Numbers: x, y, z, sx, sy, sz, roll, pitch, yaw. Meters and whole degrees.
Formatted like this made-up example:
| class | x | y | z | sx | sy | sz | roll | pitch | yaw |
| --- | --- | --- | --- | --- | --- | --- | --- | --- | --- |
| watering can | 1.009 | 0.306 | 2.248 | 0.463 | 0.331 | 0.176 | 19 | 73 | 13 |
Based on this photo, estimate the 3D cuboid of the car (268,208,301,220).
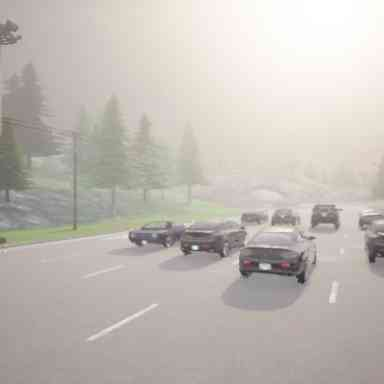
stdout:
| class | x | y | z | sx | sy | sz | roll | pitch | yaw |
| --- | --- | --- | --- | --- | --- | --- | --- | --- | --- |
| car | 8.920 | 2.255 | 31.258 | 2.097 | 1.767 | 4.553 | -1 | -2 | 26 |

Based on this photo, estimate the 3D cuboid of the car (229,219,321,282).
| class | x | y | z | sx | sy | sz | roll | pitch | yaw |
| --- | --- | --- | --- | --- | --- | --- | --- | --- | --- |
| car | 2.922 | 1.846 | 10.830 | 1.812 | 1.442 | 4.674 | -1 | -2 | 26 |

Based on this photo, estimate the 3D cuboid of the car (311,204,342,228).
| class | x | y | z | sx | sy | sz | roll | pitch | yaw |
| --- | --- | --- | --- | --- | --- | --- | --- | --- | --- |
| car | 11.790 | 2.032 | 29.160 | 2.150 | 2.045 | 5.566 | -1 | -2 | 26 |

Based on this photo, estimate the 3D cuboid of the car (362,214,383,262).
| class | x | y | z | sx | sy | sz | roll | pitch | yaw |
| --- | --- | --- | --- | --- | --- | --- | --- | --- | --- |
| car | 7.987 | 1.854 | 13.241 | 1.837 | 1.490 | 4.892 | -1 | -2 | 26 |

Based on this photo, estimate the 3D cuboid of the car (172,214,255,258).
| class | x | y | z | sx | sy | sz | roll | pitch | yaw |
| --- | --- | --- | --- | --- | --- | --- | --- | --- | --- |
| car | 1.184 | 1.980 | 15.248 | 1.837 | 1.490 | 4.892 | -1 | -2 | 26 |

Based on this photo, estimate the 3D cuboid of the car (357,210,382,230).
| class | x | y | z | sx | sy | sz | roll | pitch | yaw |
| --- | --- | --- | --- | --- | --- | --- | --- | --- | --- |
| car | 15.337 | 2.247 | 28.444 | 2.128 | 1.511 | 4.902 | -1 | -2 | 26 |

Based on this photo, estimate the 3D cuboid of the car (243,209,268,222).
| class | x | y | z | sx | sy | sz | roll | pitch | yaw |
| --- | --- | --- | --- | --- | --- | --- | --- | --- | --- |
| car | 6.592 | 2.503 | 34.474 | 1.882 | 1.535 | 5.008 | -1 | -2 | 26 |

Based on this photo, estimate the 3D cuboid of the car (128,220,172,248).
| class | x | y | z | sx | sy | sz | roll | pitch | yaw |
| --- | --- | --- | --- | --- | --- | --- | --- | --- | --- |
| car | -1.324 | 2.188 | 18.095 | 1.895 | 1.301 | 4.718 | -1 | -2 | 26 |
